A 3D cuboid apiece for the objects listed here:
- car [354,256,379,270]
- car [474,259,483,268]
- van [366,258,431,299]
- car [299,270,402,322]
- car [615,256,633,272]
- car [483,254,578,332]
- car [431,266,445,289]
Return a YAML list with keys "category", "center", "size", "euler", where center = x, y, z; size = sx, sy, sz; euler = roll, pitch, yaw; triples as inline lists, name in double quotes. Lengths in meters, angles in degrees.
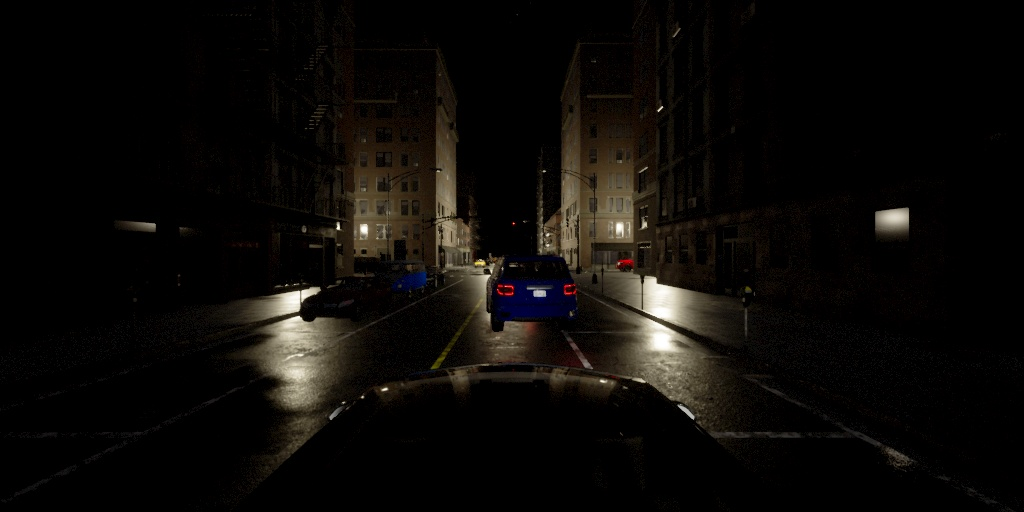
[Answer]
- category: "car"
  center: [-15.639, 1.054, 40.102]
  size: [5.566, 2.045, 2.150]
  euler: [-1, 0, -1]
- category: "car"
  center: [-5.393, 1.277, 60.813]
  size: [1.751, 1.417, 4.829]
  euler: [0, 0, 0]
- category: "van"
  center: [-5.393, 1.091, 17.614]
  size: [1.690, 1.789, 3.998]
  euler: [0, 0, 0]
- category: "car"
  center: [-5.394, 1.332, 12.208]
  size: [1.802, 1.307, 4.207]
  euler: [0, 0, 0]
- category: "car"
  center: [15.329, 0.880, 43.071]
  size: [5.566, 2.045, 2.150]
  euler: [0, 0, 0]
- category: "car"
  center: [0.360, 0.972, 11.050]
  size: [2.150, 2.045, 5.566]
  euler: [0, 0, -6]
- category: "car"
  center: [-5.392, 1.301, 23.020]
  size: [2.007, 1.370, 4.403]
  euler: [0, 0, 0]
